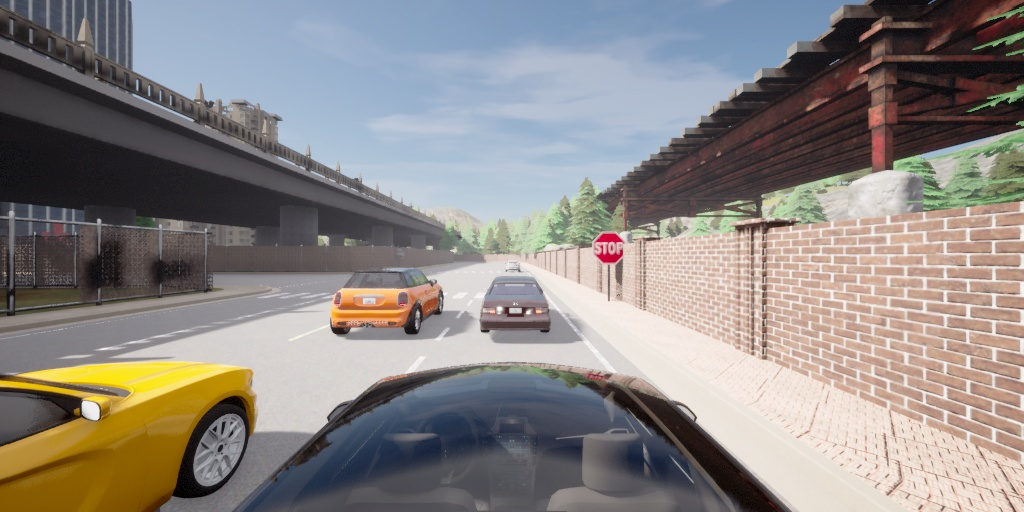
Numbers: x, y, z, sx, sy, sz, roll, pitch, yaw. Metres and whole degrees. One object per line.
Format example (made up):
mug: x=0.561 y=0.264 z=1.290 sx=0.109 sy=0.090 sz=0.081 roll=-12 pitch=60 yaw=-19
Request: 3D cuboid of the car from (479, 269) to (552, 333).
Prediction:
car: x=0.081 y=1.297 z=10.732 sx=2.033 sy=1.411 sz=5.357 roll=0 pitch=0 yaw=0

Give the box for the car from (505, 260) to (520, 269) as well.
car: x=0.098 y=1.276 z=45.503 sx=1.812 sy=1.442 sz=4.674 roll=0 pitch=0 yaw=-1

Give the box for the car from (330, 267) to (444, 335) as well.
car: x=-3.421 y=1.102 z=10.711 sx=2.097 sy=1.767 sz=4.553 roll=0 pitch=0 yaw=0

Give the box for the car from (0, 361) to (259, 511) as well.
car: x=-3.399 y=1.228 z=1.454 sx=1.882 sy=1.535 sz=5.008 roll=0 pitch=0 yaw=0
